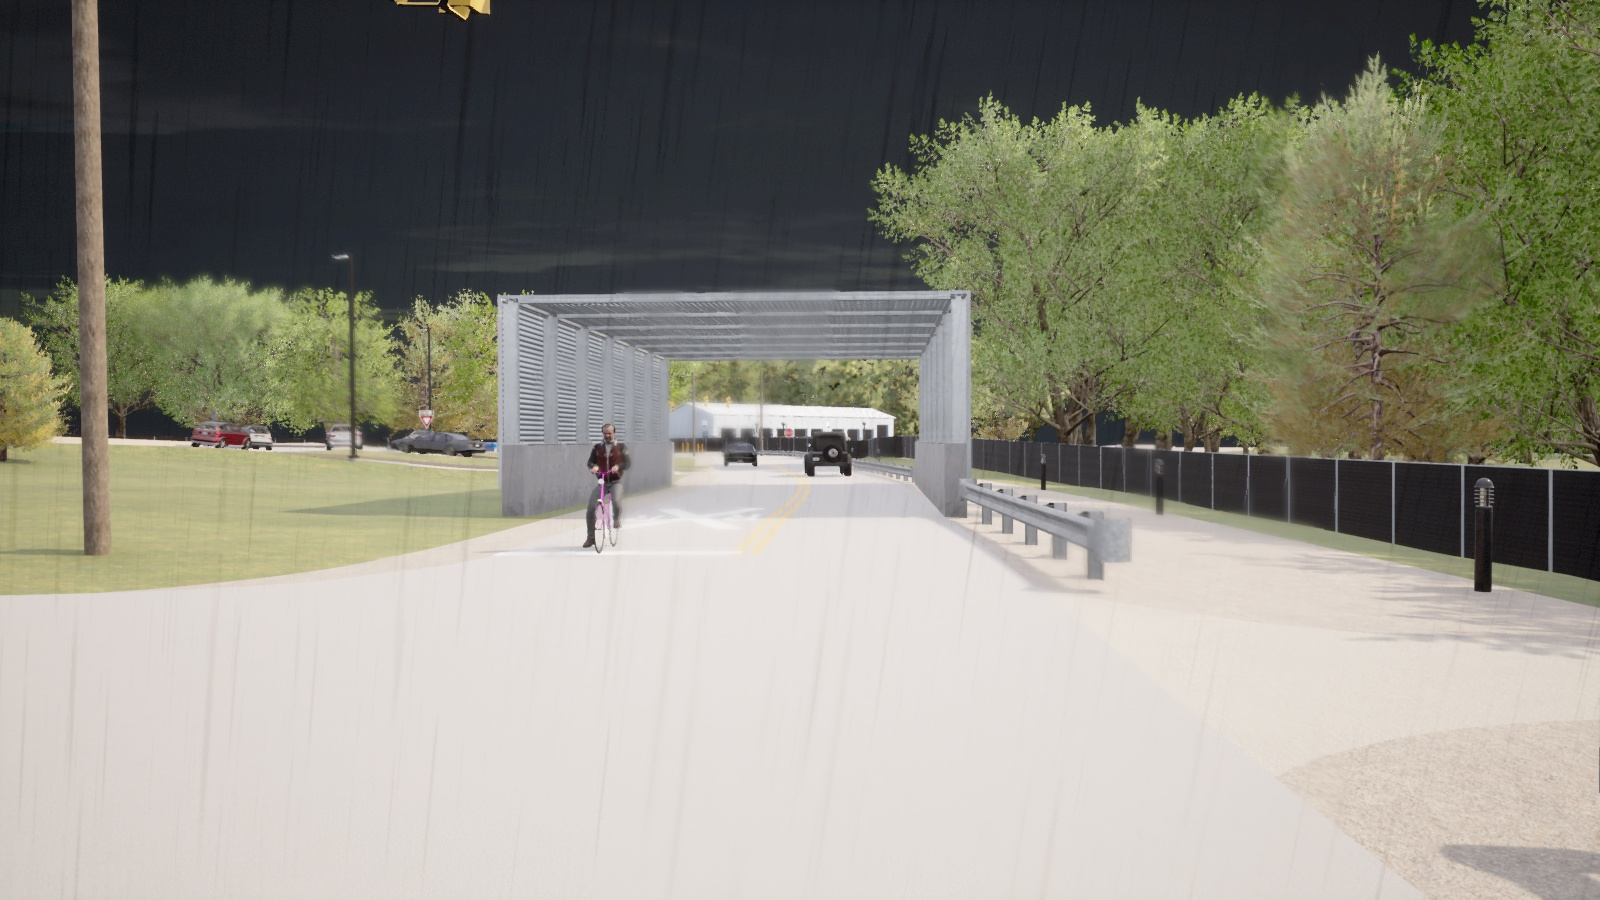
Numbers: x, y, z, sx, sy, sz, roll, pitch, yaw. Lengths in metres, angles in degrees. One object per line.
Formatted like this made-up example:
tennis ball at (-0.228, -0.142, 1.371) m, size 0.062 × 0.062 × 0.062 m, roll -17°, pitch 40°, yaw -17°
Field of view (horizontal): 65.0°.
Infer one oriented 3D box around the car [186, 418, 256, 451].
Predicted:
car at (-32.474, -0.849, 70.510) m, size 1.789 × 1.549 × 3.705 m, roll 6°, pitch 0°, yaw 6°

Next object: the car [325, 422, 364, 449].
car at (-29.453, -0.933, 81.146) m, size 2.242 × 1.667 × 4.611 m, roll -1°, pitch 1°, yaw -21°

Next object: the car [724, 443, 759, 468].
car at (-3.365, 0.289, 71.177) m, size 1.895 × 1.301 × 4.718 m, roll 0°, pitch 1°, yaw -3°

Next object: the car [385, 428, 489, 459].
car at (-20.459, -0.377, 70.810) m, size 5.357 × 1.411 × 2.033 m, roll 3°, pitch 1°, yaw 18°

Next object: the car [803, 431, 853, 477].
car at (1.184, 0.154, 54.272) m, size 1.905 × 1.878 × 3.866 m, roll 0°, pitch 0°, yaw -3°

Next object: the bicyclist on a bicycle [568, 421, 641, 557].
bicyclist on a bicycle at (-2.667, 0.512, 17.283) m, size 0.659 × 1.776 × 1.843 m, roll 0°, pitch 0°, yaw 2°

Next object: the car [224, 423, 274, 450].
car at (-36.218, -0.898, 82.547) m, size 1.851 × 1.617 × 3.988 m, roll 4°, pitch -2°, yaw -40°
